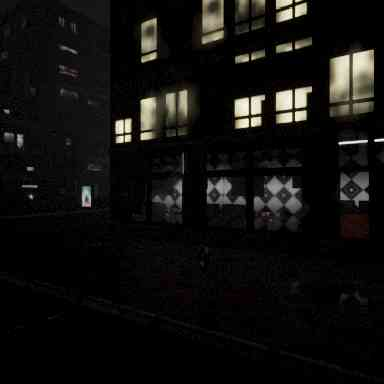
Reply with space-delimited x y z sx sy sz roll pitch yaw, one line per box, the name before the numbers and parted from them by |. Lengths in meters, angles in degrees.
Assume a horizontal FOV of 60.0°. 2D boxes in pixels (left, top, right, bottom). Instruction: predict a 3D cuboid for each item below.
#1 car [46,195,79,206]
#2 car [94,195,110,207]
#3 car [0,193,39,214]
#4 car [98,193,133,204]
car | -16.687 1.074 42.939 1.802 1.307 4.206 1 2 35
car | -9.781 1.072 38.191 1.947 1.339 4.313 1 2 35
car | -16.134 1.029 29.090 2.192 1.841 5.009 1 2 35
car | -10.695 0.875 47.004 1.837 1.490 4.892 0 1 35
